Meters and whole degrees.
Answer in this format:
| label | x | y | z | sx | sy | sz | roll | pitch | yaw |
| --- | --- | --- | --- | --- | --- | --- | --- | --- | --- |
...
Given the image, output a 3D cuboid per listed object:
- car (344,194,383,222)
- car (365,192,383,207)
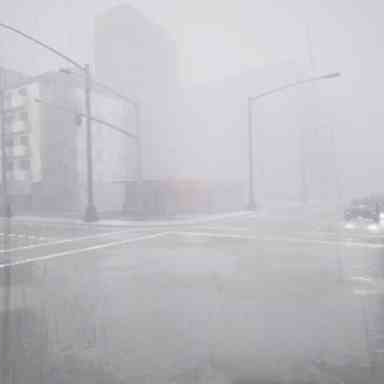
| label | x | y | z | sx | sy | sz | roll | pitch | yaw |
| --- | --- | --- | --- | --- | --- | --- | --- | --- | --- |
| car | 11.296 | 1.096 | 21.902 | 2.033 | 1.411 | 5.357 | -1 | 0 | 32 |
| car | 21.413 | 0.840 | 38.529 | 2.128 | 1.511 | 4.902 | -1 | 0 | 32 |
